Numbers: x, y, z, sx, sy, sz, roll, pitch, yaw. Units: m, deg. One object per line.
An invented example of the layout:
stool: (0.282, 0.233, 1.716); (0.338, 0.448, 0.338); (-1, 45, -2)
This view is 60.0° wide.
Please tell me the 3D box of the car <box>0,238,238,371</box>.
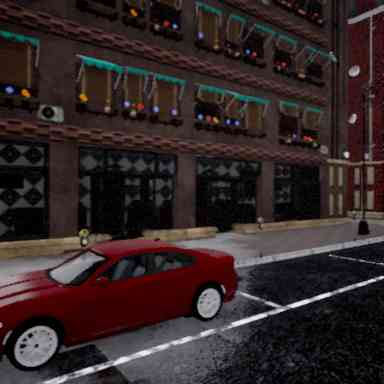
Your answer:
car: (-1.236, 1.537, 5.668); (4.507, 1.381, 1.887); (0, 1, -35)
